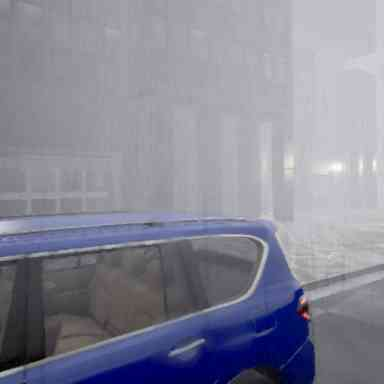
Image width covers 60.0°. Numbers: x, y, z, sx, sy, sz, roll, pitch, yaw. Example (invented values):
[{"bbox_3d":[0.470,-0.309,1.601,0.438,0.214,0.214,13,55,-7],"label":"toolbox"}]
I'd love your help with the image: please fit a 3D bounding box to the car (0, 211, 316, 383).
[{"bbox_3d":[-1.458,1.222,2.339,5.566,2.045,2.150,0,0,-36],"label":"car"}]
